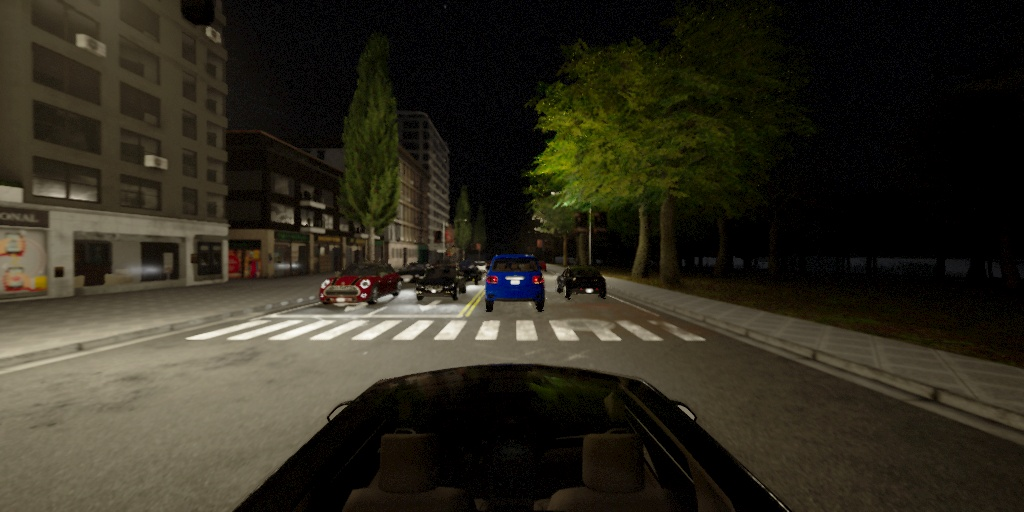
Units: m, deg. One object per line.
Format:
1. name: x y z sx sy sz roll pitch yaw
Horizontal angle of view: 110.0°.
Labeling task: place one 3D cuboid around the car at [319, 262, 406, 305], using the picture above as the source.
1. car: -6.587 1.097 16.053 2.097 1.767 4.553 0 0 0

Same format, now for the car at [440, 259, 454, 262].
1. car: -6.577 1.104 35.007 2.097 1.767 4.553 0 0 0

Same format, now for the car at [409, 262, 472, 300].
1. car: -3.333 1.249 17.690 1.837 1.490 4.892 0 0 0

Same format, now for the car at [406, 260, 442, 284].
1. car: -6.586 1.236 24.987 2.128 1.511 4.902 0 0 0

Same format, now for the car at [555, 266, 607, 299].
1. car: 3.350 1.249 17.949 1.837 1.490 4.892 0 0 0

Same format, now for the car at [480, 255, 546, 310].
1. car: 0.091 0.966 14.697 2.150 2.045 5.566 0 0 0

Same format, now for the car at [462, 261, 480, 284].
1. car: -3.322 1.309 26.591 1.994 1.385 4.181 0 0 1
